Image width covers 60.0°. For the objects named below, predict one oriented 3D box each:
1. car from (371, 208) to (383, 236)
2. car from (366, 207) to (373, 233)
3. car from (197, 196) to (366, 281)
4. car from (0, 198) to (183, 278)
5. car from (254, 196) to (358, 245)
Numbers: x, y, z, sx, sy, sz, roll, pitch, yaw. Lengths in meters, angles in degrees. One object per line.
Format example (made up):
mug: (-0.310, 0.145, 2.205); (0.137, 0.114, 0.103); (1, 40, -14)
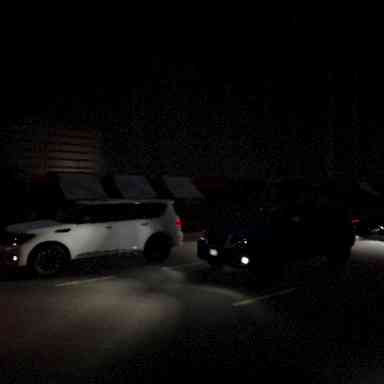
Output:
car: (11.271, 1.557, 16.316); (5.357, 1.411, 2.033); (0, 0, -35)
car: (9.955, 1.574, 19.572); (4.181, 1.385, 1.994); (0, 0, -36)
car: (2.812, 1.226, 10.297); (5.566, 2.045, 2.150); (0, 0, -35)
car: (-2.898, 1.225, 10.524); (5.566, 2.045, 2.150); (0, 0, -35)
car: (5.844, 1.229, 16.750); (5.566, 2.045, 2.150); (0, 0, -36)
